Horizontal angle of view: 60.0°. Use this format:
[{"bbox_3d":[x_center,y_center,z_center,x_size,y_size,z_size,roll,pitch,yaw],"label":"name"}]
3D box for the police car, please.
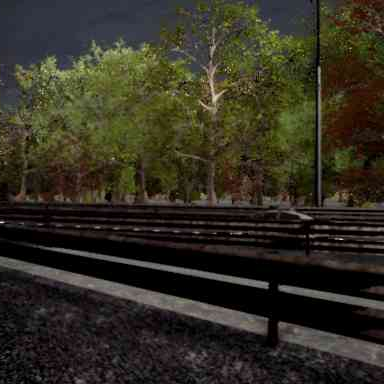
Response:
[{"bbox_3d":[3.718,1.473,15.544,5.238,1.638,1.930,0,0,21],"label":"police car"}]
